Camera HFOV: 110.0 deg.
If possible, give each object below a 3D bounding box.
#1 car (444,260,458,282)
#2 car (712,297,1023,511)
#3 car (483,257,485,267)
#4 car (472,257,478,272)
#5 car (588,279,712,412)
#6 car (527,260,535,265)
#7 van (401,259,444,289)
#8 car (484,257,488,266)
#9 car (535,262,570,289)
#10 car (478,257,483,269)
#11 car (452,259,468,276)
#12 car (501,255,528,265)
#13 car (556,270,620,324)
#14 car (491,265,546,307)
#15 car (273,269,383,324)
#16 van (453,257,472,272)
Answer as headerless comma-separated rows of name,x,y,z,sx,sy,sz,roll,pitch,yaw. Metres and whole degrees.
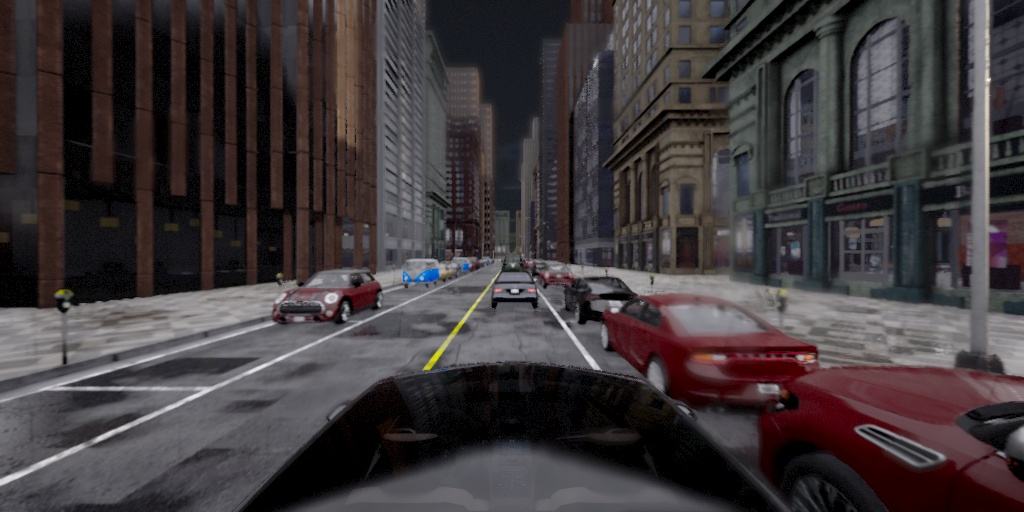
car,-5.764,1.265,28.446,1.751,1.417,4.829,0,0,0
car,2.762,1.065,0.443,2.192,1.841,5.009,0,0,0
car,-5.766,1.305,56.799,1.948,1.339,4.313,0,0,0
car,-5.765,1.179,45.525,1.967,1.591,4.097,0,0,0
car,2.762,1.293,6.079,1.888,1.381,4.507,0,0,0
car,2.760,1.305,34.259,1.948,1.339,4.313,0,0,0
van,-5.764,1.082,22.979,1.690,1.789,3.998,0,0,0
car,-5.766,1.306,62.435,1.948,1.339,4.313,0,0,0
car,2.761,1.181,22.987,1.967,1.591,4.097,0,0,0
car,-5.765,1.054,51.162,2.192,1.841,5.009,0,0,0
car,-5.765,1.290,34.252,2.007,1.370,4.403,0,0,0
car,0.098,0.960,34.857,2.150,2.045,5.566,0,0,0
car,2.762,1.312,11.715,1.948,1.339,4.313,0,0,0
car,0.098,1.292,15.278,2.033,1.411,5.357,0,0,0
car,-5.763,1.186,11.706,1.967,1.591,4.097,0,0,0
van,-5.765,1.080,39.889,1.690,1.789,3.998,0,0,0
